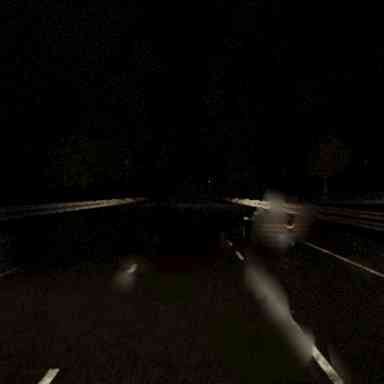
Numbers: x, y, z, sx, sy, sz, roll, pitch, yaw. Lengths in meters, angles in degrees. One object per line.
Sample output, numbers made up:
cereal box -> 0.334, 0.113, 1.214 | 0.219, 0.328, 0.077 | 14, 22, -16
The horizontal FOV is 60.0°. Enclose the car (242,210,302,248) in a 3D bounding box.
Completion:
car -> 3.484, 1.577, 15.200 | 2.128, 1.511, 4.902 | 0, 0, 0
